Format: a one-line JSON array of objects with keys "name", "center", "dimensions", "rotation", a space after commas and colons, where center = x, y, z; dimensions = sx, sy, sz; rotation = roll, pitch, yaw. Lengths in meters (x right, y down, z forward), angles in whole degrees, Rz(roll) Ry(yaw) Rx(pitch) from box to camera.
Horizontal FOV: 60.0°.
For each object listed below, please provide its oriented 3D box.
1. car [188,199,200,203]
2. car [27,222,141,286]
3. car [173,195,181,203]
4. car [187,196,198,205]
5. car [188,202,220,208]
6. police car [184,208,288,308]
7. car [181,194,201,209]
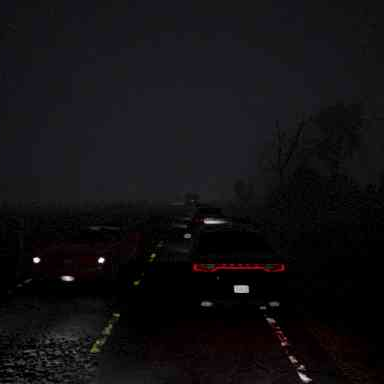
[{"name": "car", "center": [0.844, 1.511, 24.055], "dimensions": [1.837, 1.490, 4.892], "rotation": [0, 0, 0]}, {"name": "car", "center": [-2.741, 1.601, 9.547], "dimensions": [1.895, 1.301, 4.718], "rotation": [0, 0, 0]}, {"name": "car", "center": [-2.699, 1.426, 68.496], "dimensions": [2.097, 1.767, 4.553], "rotation": [0, 0, 0]}, {"name": "car", "center": [0.046, 1.534, 60.562], "dimensions": [1.882, 1.535, 5.008], "rotation": [0, 0, 0]}, {"name": "car", "center": [0.839, 1.509, 18.055], "dimensions": [1.837, 1.490, 4.892], "rotation": [0, 0, 0]}, {"name": "police car", "center": [0.832, 1.426, 8.165], "dimensions": [1.930, 1.638, 5.238], "rotation": [0, 0, 0]}, {"name": "car", "center": [0.073, 1.251, 45.948], "dimensions": [2.150, 2.045, 5.566], "rotation": [0, 0, 1]}]
